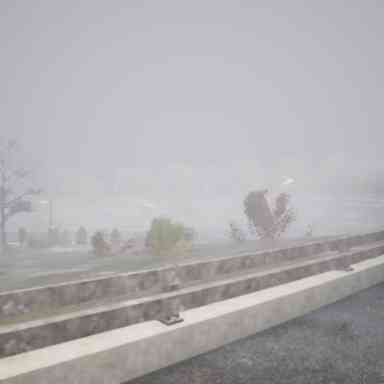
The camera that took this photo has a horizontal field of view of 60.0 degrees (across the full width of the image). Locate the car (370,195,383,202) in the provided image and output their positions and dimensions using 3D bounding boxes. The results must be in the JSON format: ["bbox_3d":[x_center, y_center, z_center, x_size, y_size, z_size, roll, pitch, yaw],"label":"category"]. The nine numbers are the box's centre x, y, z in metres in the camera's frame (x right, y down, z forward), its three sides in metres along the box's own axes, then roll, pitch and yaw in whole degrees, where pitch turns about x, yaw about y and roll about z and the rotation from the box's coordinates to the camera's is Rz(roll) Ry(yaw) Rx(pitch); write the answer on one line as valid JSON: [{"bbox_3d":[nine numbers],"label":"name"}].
[{"bbox_3d":[44.438,2.028,78.073,1.895,1.301,4.718,0,-1,2],"label":"car"}]
